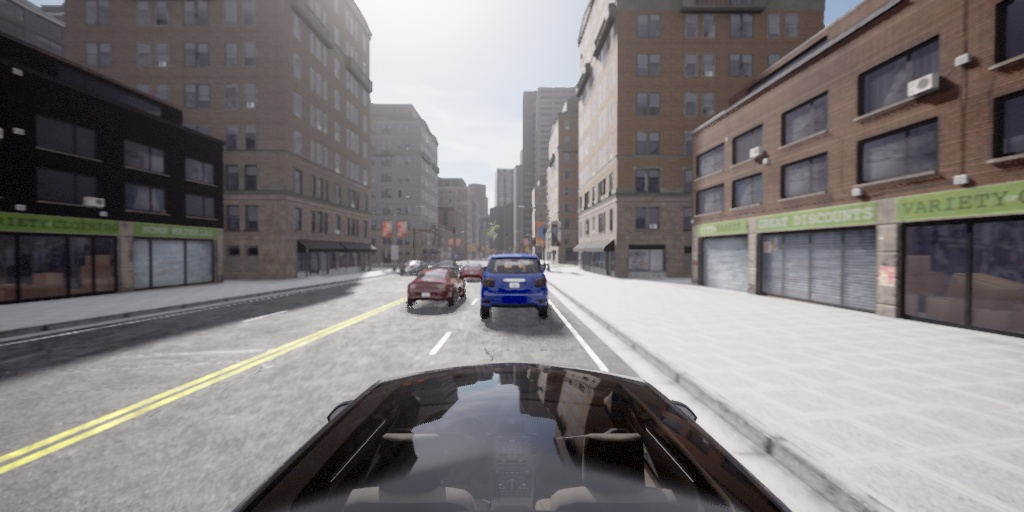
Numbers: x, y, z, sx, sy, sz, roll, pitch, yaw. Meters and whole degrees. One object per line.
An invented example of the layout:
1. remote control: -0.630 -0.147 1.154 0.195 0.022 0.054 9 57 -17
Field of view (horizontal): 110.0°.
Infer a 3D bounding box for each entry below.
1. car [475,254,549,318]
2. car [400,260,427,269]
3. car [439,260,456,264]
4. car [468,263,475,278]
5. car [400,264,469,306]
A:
1. car: 0.082 0.956 13.177 2.150 2.045 5.566 0 0 0
2. car: -9.845 1.181 36.190 2.128 1.511 4.902 0 0 0
3. car: -6.594 1.194 36.392 1.837 1.490 4.892 0 0 0
4. car: -3.169 1.266 30.265 1.994 1.385 4.181 0 0 0
5. car: -3.166 1.258 15.483 1.812 1.442 4.674 0 0 0
